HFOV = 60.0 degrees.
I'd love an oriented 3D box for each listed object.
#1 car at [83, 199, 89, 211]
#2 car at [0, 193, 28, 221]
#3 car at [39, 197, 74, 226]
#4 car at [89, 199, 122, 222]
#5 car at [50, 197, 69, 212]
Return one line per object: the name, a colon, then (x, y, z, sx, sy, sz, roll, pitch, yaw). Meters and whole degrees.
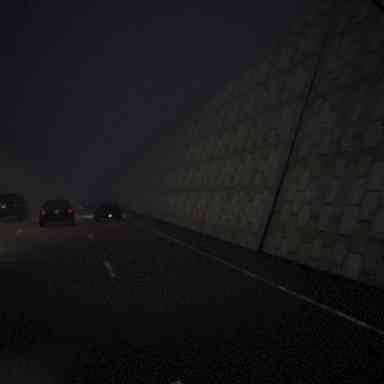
car: (-11.959, 1.478, 39.584, 1.895, 1.301, 4.718, 0, 0, -21)
car: (-14.274, 1.129, 26.123, 2.150, 2.045, 5.566, 0, 0, -21)
car: (-9.294, 1.277, 22.939, 2.097, 1.767, 4.553, 0, 0, -22)
car: (-6.664, 1.427, 25.836, 1.837, 1.490, 4.892, 0, 0, -21)
car: (-15.164, 1.353, 38.166, 1.882, 1.535, 5.008, 0, -1, -21)
